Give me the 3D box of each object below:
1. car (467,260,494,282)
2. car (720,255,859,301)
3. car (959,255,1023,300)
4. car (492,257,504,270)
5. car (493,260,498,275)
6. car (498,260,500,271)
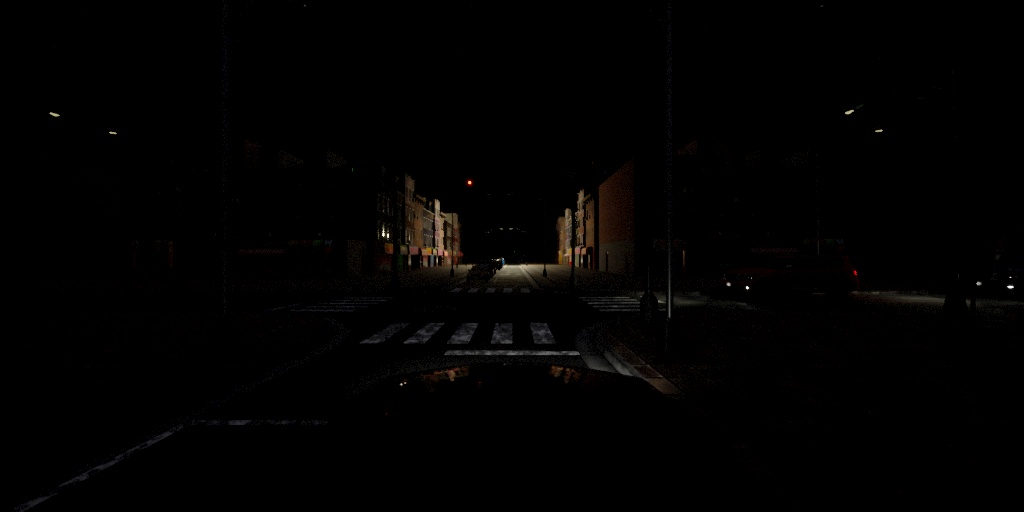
[{"bbox_3d":[-2.623,1.292,28.713,1.751,1.417,4.829,0,0,0],"label":"car"},{"bbox_3d":[12.813,0.958,16.717,5.566,2.045,2.150,0,0,-2],"label":"car"},{"bbox_3d":[24.425,0.938,16.665,5.566,2.045,2.150,0,0,0],"label":"car"},{"bbox_3d":[-2.610,1.249,51.303,1.967,1.591,4.097,0,0,0],"label":"car"},{"bbox_3d":[-2.620,1.320,34.487,1.888,1.381,4.507,0,0,0],"label":"car"},{"bbox_3d":[-2.617,1.367,40.092,1.802,1.307,4.207,0,0,0],"label":"car"}]
